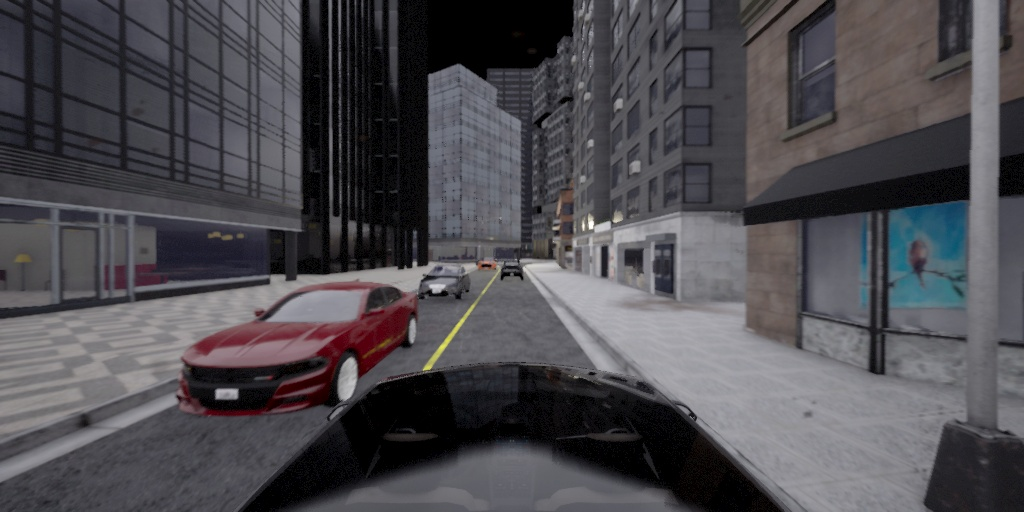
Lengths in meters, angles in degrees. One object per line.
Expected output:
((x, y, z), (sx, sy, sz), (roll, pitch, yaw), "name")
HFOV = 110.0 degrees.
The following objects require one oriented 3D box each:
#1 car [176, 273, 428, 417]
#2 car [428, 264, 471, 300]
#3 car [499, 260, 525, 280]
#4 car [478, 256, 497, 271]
((-3.091, 1.213, 6.385), (1.882, 1.535, 5.008), (0, 0, 0), "car")
((-3.087, 1.169, 17.265), (2.128, 1.511, 4.902), (0, 0, 0), "car")
((0.011, 1.098, 29.186), (1.837, 1.490, 4.892), (0, 1, 0), "car")
((-3.006, 0.837, 44.184), (2.097, 1.767, 4.553), (0, 0, 0), "car")
